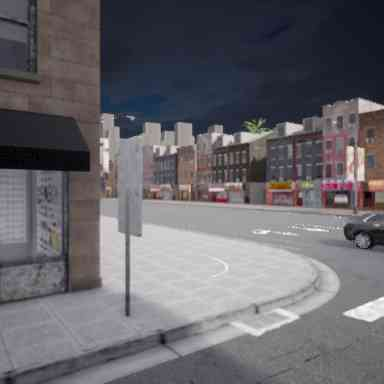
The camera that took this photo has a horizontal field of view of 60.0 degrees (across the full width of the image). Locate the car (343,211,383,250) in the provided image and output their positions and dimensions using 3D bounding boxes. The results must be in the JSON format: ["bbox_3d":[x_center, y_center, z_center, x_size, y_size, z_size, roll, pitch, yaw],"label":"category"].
[{"bbox_3d":[8.004,1.452,11.969,1.837,1.490,4.892,0,1,-36],"label":"car"}]
